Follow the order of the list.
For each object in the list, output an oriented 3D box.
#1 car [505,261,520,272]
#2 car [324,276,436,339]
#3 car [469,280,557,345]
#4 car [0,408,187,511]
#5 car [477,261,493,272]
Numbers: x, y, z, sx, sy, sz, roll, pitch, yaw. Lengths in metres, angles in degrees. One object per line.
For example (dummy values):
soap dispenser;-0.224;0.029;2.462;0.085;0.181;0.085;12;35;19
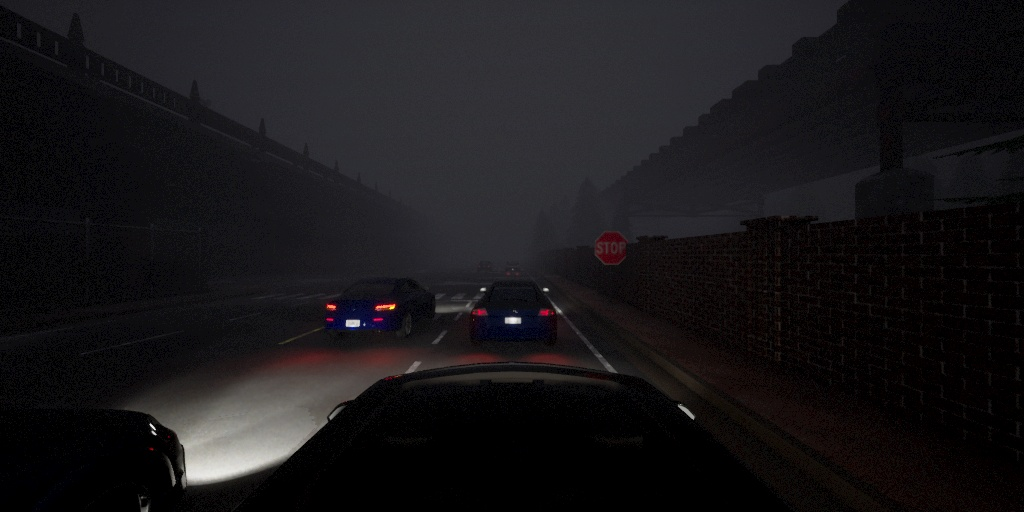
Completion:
car;0.064;1.351;46.242;1.895;1.301;4.718;0;0;-1
car;-3.420;1.276;9.993;1.812;1.442;4.674;0;0;0
car;0.062;1.314;9.473;1.994;1.385;4.181;0;0;1
car;-3.399;1.314;0.897;1.994;1.385;4.181;0;0;0
car;-3.430;1.297;46.039;2.033;1.411;5.357;0;0;-1
